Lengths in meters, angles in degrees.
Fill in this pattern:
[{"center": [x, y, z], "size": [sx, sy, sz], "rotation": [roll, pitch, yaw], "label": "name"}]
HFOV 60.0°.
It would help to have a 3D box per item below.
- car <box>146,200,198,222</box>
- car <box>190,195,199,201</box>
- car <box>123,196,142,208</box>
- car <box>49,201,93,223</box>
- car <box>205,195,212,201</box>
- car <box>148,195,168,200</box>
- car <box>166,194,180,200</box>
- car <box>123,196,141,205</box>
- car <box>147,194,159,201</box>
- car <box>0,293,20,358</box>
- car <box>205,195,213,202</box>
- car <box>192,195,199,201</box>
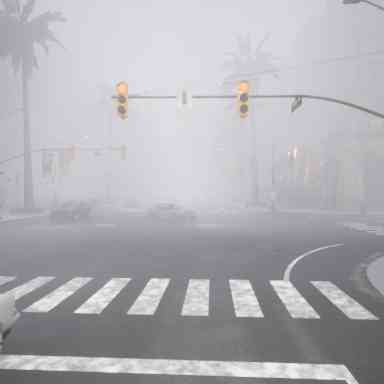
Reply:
[{"center": [-1.666, 1.597, 26.624], "size": [1.895, 1.301, 4.718], "rotation": [0, 0, -41], "label": "car"}, {"center": [0.513, 1.529, 77.923], "size": [2.033, 1.411, 5.357], "rotation": [0, 0, 2], "label": "car"}, {"center": [-8.244, 1.558, 46.542], "size": [1.994, 1.385, 4.181], "rotation": [0, 0, 3], "label": "car"}, {"center": [-9.319, 1.474, 26.031], "size": [1.882, 1.535, 5.008], "rotation": [0, 0, 3], "label": "car"}, {"center": [4.441, 1.481, 88.180], "size": [1.837, 1.490, 4.892], "rotation": [0, 0, 2], "label": "car"}, {"center": [-4.787, 1.520, 45.670], "size": [1.812, 1.442, 4.674], "rotation": [0, 0, 3], "label": "car"}, {"center": [-3.548, 1.539, 67.716], "size": [2.033, 1.411, 5.357], "rotation": [0, 0, 4], "label": "car"}, {"center": [-10.662, 1.506, 59.574], "size": [2.161, 1.482, 4.786], "rotation": [0, 0, 2], "label": "car"}, {"center": [-9.447, 1.344, 81.472], "size": [2.185, 1.767, 4.553], "rotation": [0, 0, 2], "label": "car"}, {"center": [-3.436, 1.601, 2.542], "size": [1.895, 1.301, 4.718], "rotation": [0, 0, 3], "label": "car"}, {"center": [4.007, 1.527, 77.722], "size": [2.033, 1.411, 5.357], "rotation": [0, 0, 2], "label": "car"}, {"center": [0.945, 1.576, 88.355], "size": [1.895, 1.301, 4.718], "rotation": [0, 0, 2], "label": "car"}]
